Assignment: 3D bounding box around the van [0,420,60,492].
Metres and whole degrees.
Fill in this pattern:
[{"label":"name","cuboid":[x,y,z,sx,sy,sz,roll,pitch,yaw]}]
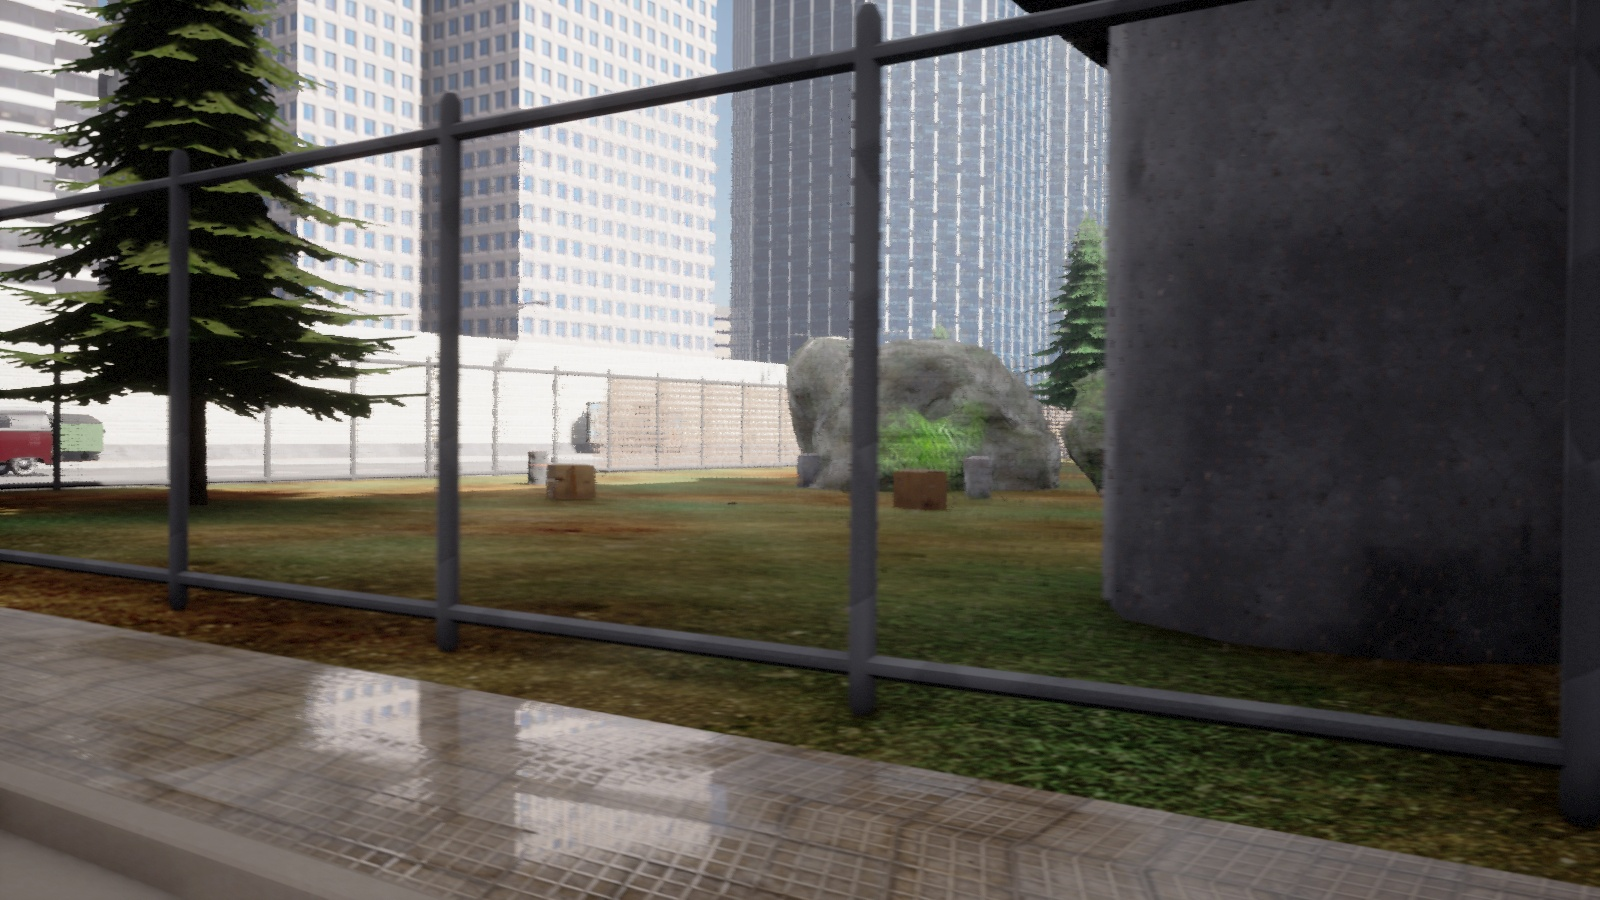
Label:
[{"label":"van","cuboid":[-23.031,0.168,34.376,1.775,1.987,4.442,0,1,34]}]
